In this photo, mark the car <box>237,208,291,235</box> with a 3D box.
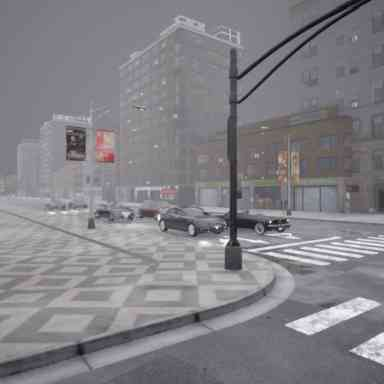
[{"bbox_3d":[3.381,1.647,19.403,1.895,1.301,4.718,0,0,-36],"label":"car"}]

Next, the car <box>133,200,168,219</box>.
[{"bbox_3d":[-2.750,1.442,27.830,2.097,1.767,4.553,0,-1,-36],"label":"car"}]

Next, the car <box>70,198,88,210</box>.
[{"bbox_3d":[-15.944,1.658,46.081,1.837,1.490,4.892,0,-1,-36],"label":"car"}]

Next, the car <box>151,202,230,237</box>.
[{"bbox_3d":[-0.163,1.558,18.741,1.837,1.490,4.892,0,0,-36],"label":"car"}]

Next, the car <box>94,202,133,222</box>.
[{"bbox_3d":[-6.459,1.585,27.393,2.128,1.511,4.902,0,0,-36],"label":"car"}]

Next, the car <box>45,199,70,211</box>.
[{"bbox_3d":[-17.626,1.654,42.842,1.837,1.490,4.892,0,0,-36],"label":"car"}]
